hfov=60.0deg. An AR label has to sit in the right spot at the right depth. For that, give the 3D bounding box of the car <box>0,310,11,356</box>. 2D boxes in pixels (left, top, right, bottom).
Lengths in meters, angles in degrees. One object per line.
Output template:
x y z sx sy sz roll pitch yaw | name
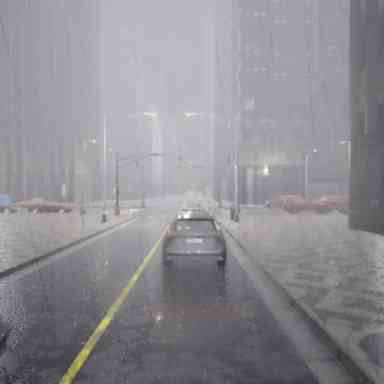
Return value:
-3.099 1.548 1.638 2.033 1.411 5.357 0 0 0 | car

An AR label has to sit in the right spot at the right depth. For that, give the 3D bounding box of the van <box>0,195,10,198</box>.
-25.973 1.230 43.657 3.998 1.788 1.690 0 1 0 | van

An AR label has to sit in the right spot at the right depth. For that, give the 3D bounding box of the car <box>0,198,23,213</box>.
-20.437 1.589 35.147 4.403 1.369 2.008 0 1 0 | car

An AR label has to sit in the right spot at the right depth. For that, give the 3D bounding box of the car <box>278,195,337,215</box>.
12.129 1.504 35.237 5.009 1.841 2.192 0 1 0 | car

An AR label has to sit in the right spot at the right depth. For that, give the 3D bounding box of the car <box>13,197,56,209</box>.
-20.619 1.436 43.673 4.829 1.417 1.752 0 1 0 | car

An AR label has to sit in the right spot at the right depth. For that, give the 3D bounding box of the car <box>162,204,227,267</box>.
0.099 1.438 11.504 2.033 1.649 4.856 0 0 1 | car

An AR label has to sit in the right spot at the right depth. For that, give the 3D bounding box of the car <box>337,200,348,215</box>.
17.772 1.784 35.256 4.313 1.339 1.947 0 1 0 | car

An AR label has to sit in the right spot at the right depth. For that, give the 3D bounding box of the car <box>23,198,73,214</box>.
-14.912 1.607 35.164 4.507 1.381 1.887 0 1 0 | car

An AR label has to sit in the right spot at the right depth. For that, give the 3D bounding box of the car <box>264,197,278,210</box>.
12.116 1.377 43.761 5.009 1.841 2.192 0 1 0 | car

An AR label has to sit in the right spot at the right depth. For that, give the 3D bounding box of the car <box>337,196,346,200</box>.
17.759 1.406 43.777 5.009 1.841 2.192 0 1 0 | car
